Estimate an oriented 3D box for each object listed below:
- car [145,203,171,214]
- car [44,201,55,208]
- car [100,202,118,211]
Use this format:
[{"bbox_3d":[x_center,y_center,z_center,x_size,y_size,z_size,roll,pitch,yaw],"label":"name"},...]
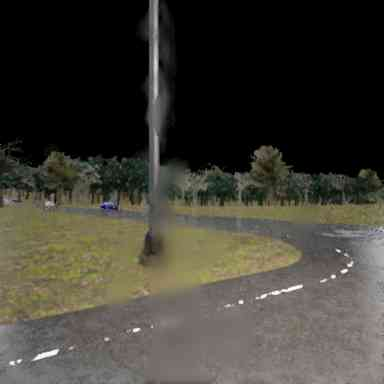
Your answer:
[{"bbox_3d":[-4.593,2.222,44.702,1.837,1.490,4.892,2,-3,-35],"label":"car"},{"bbox_3d":[-33.383,2.890,77.863,1.812,1.442,4.674,2,-2,-30],"label":"car"},{"bbox_3d":[-14.748,2.533,58.911,1.882,1.535,5.008,2,-2,-35],"label":"car"}]
